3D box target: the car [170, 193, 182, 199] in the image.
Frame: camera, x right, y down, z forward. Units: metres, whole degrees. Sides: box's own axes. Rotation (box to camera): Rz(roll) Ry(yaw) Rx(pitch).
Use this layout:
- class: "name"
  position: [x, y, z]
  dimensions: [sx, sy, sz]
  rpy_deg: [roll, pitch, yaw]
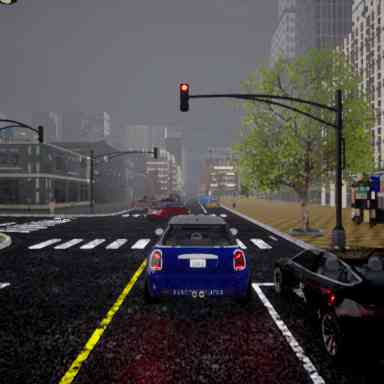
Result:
- class: "car"
  position: [-2.991, 1.215, 58.985]
  dimensions: [2.150, 2.045, 5.566]
  rpy_deg: [0, 0, 1]

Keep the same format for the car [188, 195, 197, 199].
- class: "car"
  position: [0.106, 1.532, 79.184]
  dimensions: [2.033, 1.411, 5.357]
  rpy_deg: [0, 0, 0]

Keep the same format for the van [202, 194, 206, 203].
- class: "van"
  position: [2.760, 1.335, 49.262]
  dimensions: [1.690, 1.788, 3.998]
  rpy_deg: [0, 0, 0]

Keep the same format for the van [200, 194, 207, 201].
- class: "van"
  position: [2.806, 1.333, 82.568]
  dimensions: [1.690, 1.788, 3.998]
  rpy_deg: [0, 0, 0]

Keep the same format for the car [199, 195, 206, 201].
- class: "car"
  position: [2.812, 1.517, 88.289]
  dimensions: [1.752, 1.417, 4.829]
  rpy_deg: [0, 0, 0]

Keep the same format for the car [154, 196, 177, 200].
- class: "car"
  position: [-3.041, 1.521, 38.454]
  dimensions: [1.812, 1.442, 4.674]
  rpy_deg: [0, 0, -2]

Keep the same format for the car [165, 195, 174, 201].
- class: "car"
  position: [-5.576, 1.543, 82.577]
  dimensions: [2.008, 1.369, 4.403]
  rpy_deg: [0, 0, 0]

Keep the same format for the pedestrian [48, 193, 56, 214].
- class: "pedestrian"
  position: [-12.710, 1.033, 30.183]
  dimensions: [0.375, 1.860, 0.375]
  rpy_deg: [0, -1, -1]

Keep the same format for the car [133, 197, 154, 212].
- class: "car"
  position: [-5.636, 1.577, 38.169]
  dimensions: [1.802, 1.307, 4.206]
  rpy_deg: [0, 0, 0]

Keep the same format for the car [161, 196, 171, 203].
- class: "car"
  position: [-5.591, 1.518, 71.305]
  dimensions: [1.752, 1.417, 4.829]
  rpy_deg: [0, 0, 0]

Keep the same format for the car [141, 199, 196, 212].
- class: "car"
  position: [-1.790, 1.560, 27.447]
  dimensions: [1.994, 1.385, 4.181]
  rpy_deg: [0, 0, 35]

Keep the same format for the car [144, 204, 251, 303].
- class: "car"
  position: [0.111, 1.351, 8.349]
  dimensions: [2.097, 1.767, 4.553]
  rpy_deg: [0, 0, 0]

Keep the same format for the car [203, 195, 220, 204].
- class: "car"
  position: [2.752, 1.520, 43.881]
  dimensions: [1.752, 1.417, 4.829]
  rpy_deg: [0, 0, 0]

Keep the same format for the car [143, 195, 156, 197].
- class: "car"
  position: [-5.627, 1.310, 43.720]
  dimensions: [2.192, 1.841, 5.009]
  rpy_deg: [0, 0, 0]

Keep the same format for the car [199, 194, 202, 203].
- class: "car"
  position: [2.774, 1.544, 60.364]
  dimensions: [2.008, 1.369, 4.403]
  rpy_deg: [0, 0, 0]

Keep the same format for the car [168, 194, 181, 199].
- class: "car"
  position: [-3.032, 1.472, 48.489]
  dimensions: [1.882, 1.535, 5.008]
  rpy_deg: [0, 0, 0]

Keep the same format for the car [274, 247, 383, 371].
- class: "car"
  position: [2.701, 1.565, 5.682]
  dimensions: [1.947, 1.339, 4.313]
  rpy_deg: [0, 0, 0]

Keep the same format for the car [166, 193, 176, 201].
- class: "car"
  position: [-5.568, 1.307, 88.128]
  dimensions: [2.192, 1.841, 5.009]
  rpy_deg: [0, 0, 0]

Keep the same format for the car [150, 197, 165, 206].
- class: "car"
  position: [-5.614, 1.544, 54.822]
  dimensions: [2.008, 1.369, 4.403]
  rpy_deg: [0, 0, 0]
